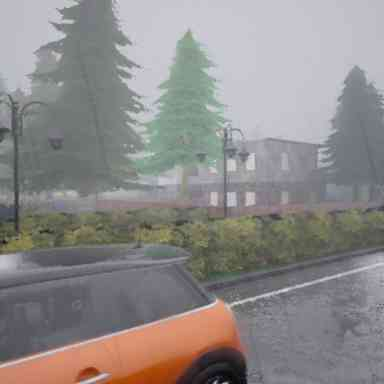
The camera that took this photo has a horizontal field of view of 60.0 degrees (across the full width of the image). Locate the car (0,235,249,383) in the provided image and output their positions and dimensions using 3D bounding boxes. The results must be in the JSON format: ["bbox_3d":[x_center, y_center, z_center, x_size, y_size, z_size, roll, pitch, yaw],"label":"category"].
[{"bbox_3d":[-1.714,1.353,2.765,4.553,1.767,2.097,0,0,-35],"label":"car"}]
